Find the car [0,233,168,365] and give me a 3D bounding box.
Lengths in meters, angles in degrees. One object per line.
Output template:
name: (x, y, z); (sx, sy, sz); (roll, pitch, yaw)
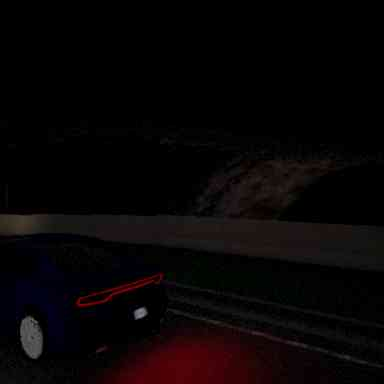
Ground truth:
car: (-2.720, 1.481, 5.897); (5.008, 1.535, 1.882); (0, 0, 35)
